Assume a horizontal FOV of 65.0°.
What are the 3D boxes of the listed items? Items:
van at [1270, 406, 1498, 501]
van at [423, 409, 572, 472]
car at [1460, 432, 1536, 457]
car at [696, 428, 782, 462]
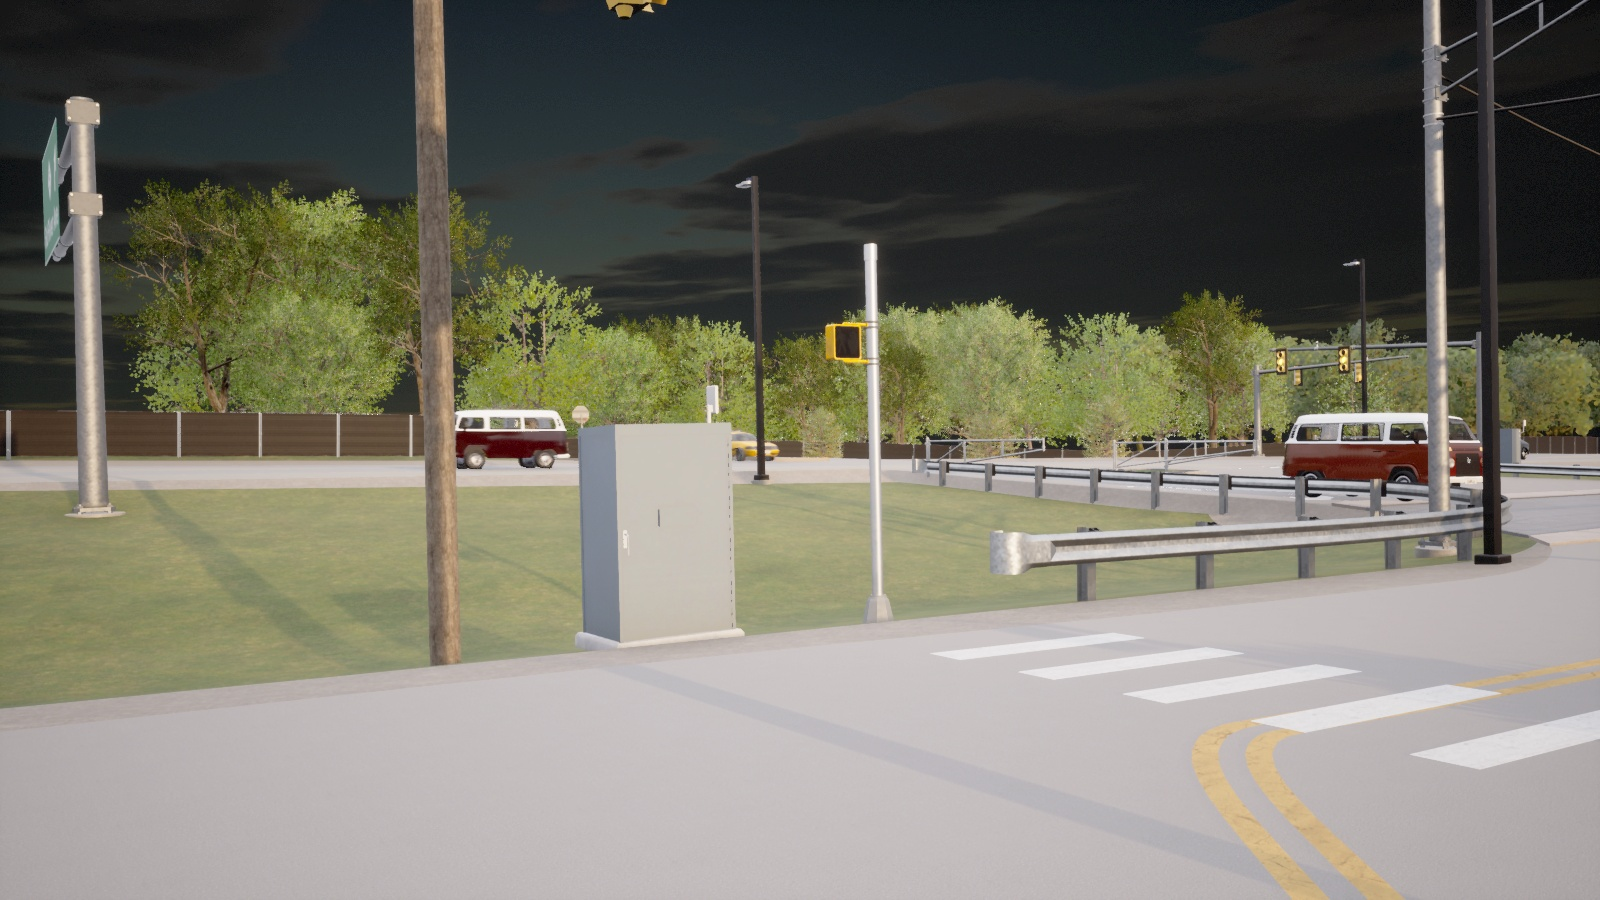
[{"bbox_3d":[13.654,0.076,29.631,2.069,2.038,4.480,0,0,-30],"label":"van"},{"bbox_3d":[-10.266,-0.315,42.771,4.480,2.038,2.069,0,0,-33],"label":"van"},{"bbox_3d":[43.576,-0.358,78.360,4.902,1.511,2.128,0,0,-34],"label":"car"},{"bbox_3d":[-3.015,-0.236,61.099,1.801,1.575,5.366,-1,1,-31],"label":"car"}]
